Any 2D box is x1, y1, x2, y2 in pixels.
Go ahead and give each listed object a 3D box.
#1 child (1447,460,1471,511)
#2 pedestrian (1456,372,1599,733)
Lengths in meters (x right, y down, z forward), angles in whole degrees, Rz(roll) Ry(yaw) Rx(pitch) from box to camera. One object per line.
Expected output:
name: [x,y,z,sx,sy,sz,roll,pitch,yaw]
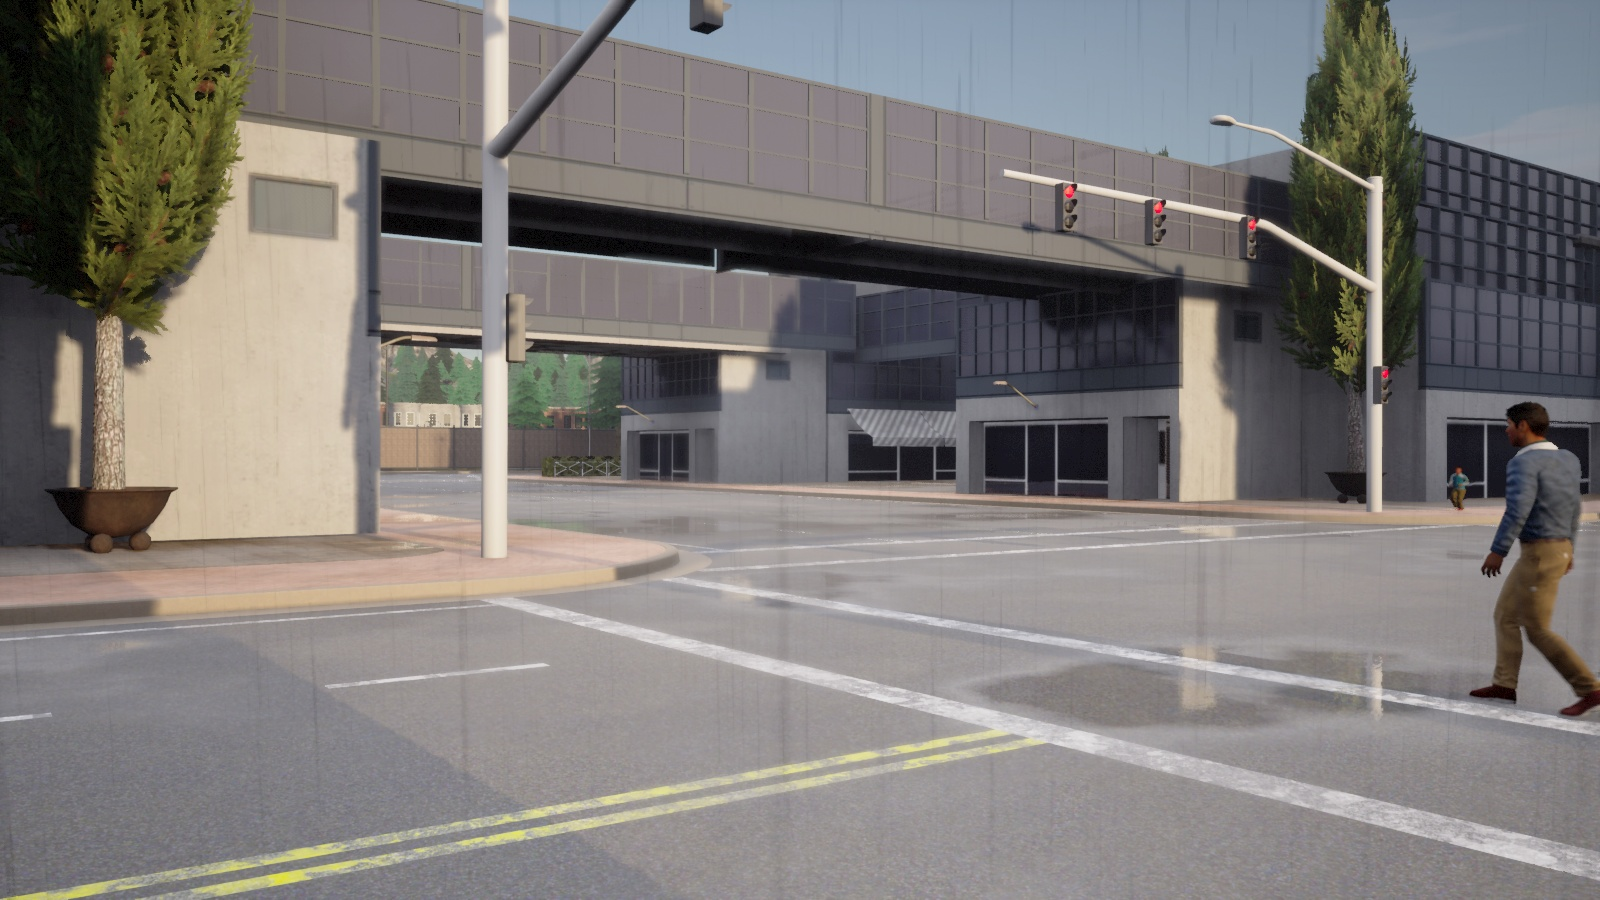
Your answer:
child: [15.458,0.823,29.465,0.448,1.192,0.343,0,0,-38]
pedestrian: [4.266,0.555,7.193,0.423,1.949,0.788,0,0,-37]
